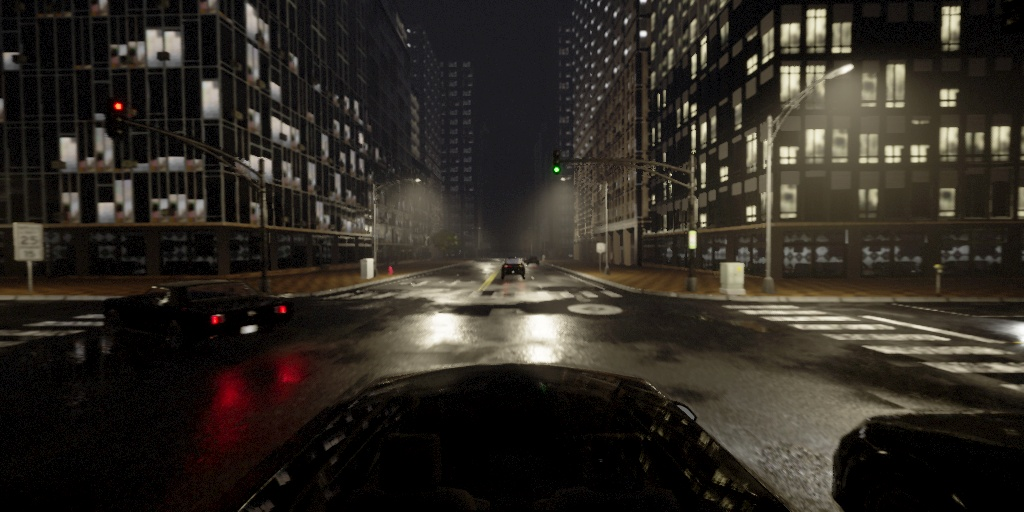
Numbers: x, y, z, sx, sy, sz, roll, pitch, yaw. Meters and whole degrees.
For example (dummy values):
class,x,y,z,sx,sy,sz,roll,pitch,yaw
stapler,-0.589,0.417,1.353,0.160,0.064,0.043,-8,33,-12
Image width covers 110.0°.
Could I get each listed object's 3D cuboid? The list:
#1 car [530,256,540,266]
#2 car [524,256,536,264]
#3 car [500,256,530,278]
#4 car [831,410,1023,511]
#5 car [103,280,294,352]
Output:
class,x,y,z,sx,sy,sz,roll,pitch,yaw
car,3.234,0.741,55.490,1.837,1.490,4.892,-1,0,0
car,3.233,0.722,65.142,1.994,1.385,4.181,-1,0,0
car,0.090,0.962,28.953,2.128,1.511,4.902,-1,0,0
car,3.338,1.290,0.898,1.994,1.385,4.181,-1,-1,0
car,-7.516,1.232,8.487,4.718,1.301,1.895,1,1,26
